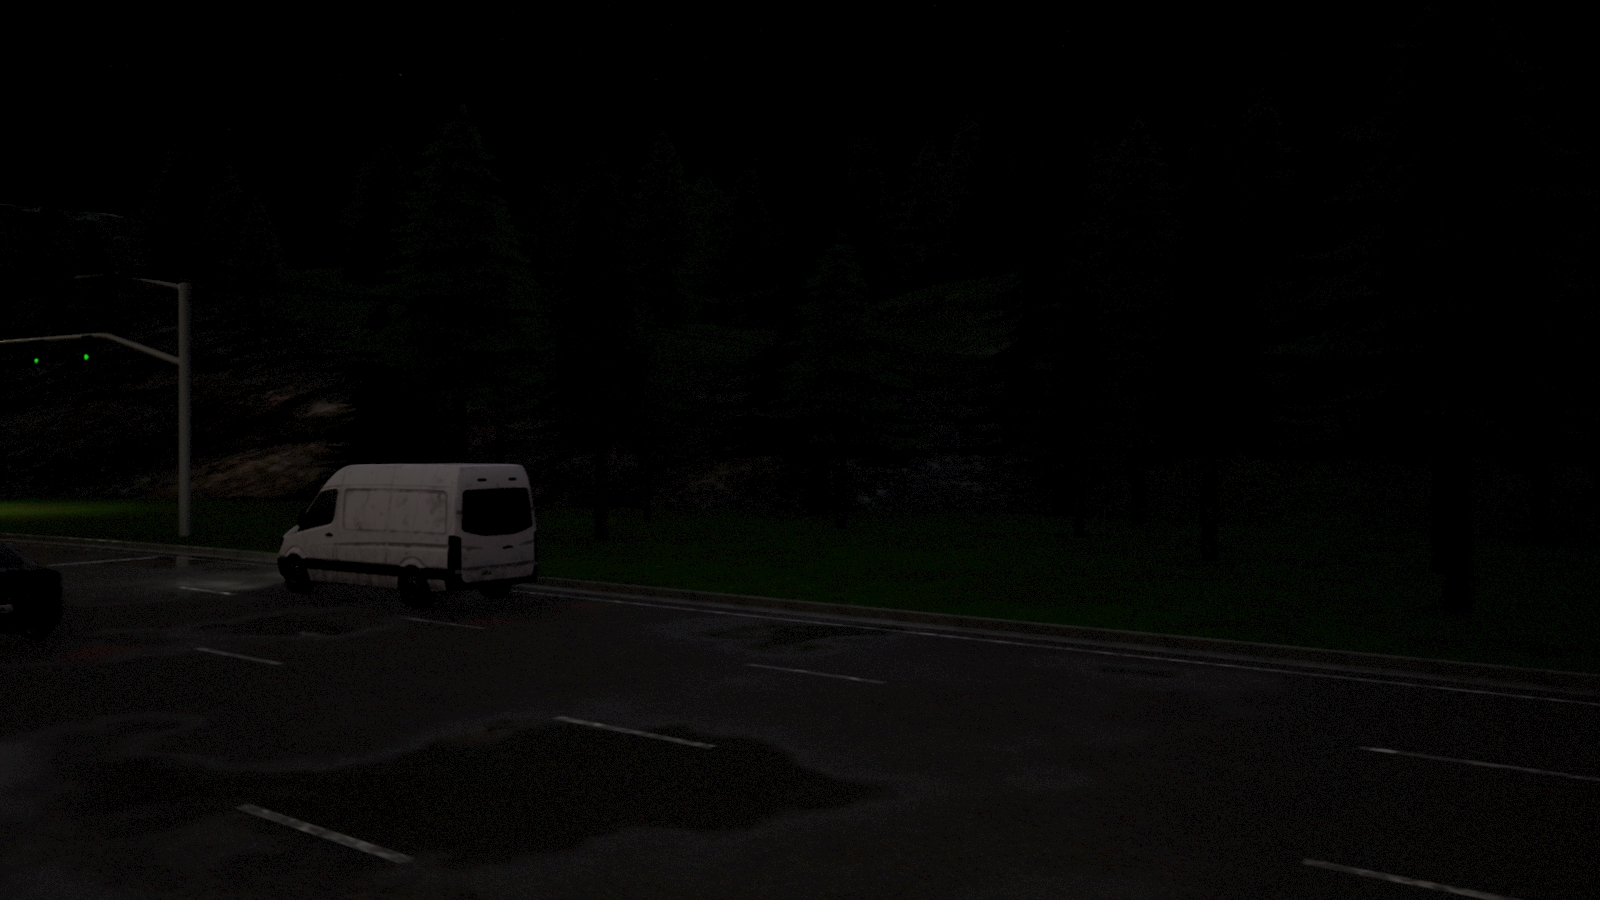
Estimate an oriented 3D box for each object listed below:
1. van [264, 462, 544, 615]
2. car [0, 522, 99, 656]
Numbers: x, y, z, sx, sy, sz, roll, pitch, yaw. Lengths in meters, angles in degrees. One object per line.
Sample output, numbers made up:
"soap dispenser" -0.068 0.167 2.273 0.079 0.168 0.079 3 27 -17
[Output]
"van" -7.725 1.534 21.985 5.915 2.561 1.988 0 0 35
"car" -12.934 1.982 17.224 5.238 1.638 2.097 0 0 35
